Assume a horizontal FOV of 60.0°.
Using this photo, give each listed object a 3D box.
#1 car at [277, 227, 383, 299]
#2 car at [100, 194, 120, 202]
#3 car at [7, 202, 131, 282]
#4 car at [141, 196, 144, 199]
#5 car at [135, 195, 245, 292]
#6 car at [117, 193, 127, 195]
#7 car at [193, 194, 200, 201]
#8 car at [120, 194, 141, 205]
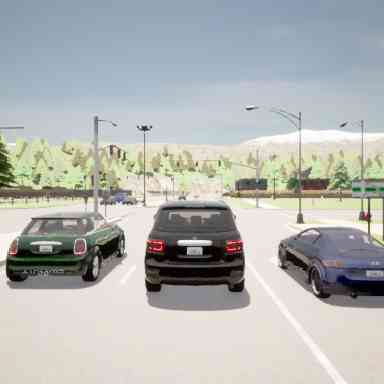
[{"bbox_3d":[3.578,1.564,8.505,1.994,1.385,4.181,0,0,0],"label":"car"},{"bbox_3d":[-14.392,1.564,57.206,1.994,1.385,4.181,0,0,1],"label":"car"},{"bbox_3d":[-3.417,1.352,9.946,2.097,1.767,4.553,0,0,0],"label":"car"},{"bbox_3d":[-10.658,1.526,67.874,1.812,1.442,4.674,0,0,1],"label":"car"},{"bbox_3d":[0.075,1.221,9.051,2.150,2.045,5.566,0,0,1],"label":"car"},{"bbox_3d":[-14.186,1.221,66.561,2.150,2.045,5.566,0,0,1],"label":"car"},{"bbox_3d":[1.116,1.311,83.397,1.882,1.535,5.008,0,0,1],"label":"car"},{"bbox_3d":[-10.864,1.547,58.292,2.033,1.411,5.357,0,0,1],"label":"car"}]
